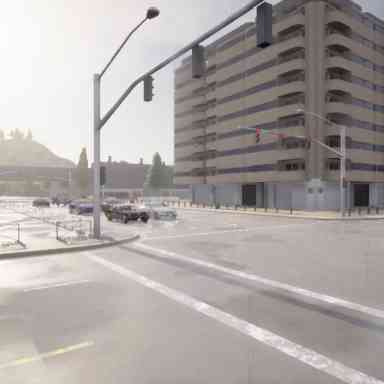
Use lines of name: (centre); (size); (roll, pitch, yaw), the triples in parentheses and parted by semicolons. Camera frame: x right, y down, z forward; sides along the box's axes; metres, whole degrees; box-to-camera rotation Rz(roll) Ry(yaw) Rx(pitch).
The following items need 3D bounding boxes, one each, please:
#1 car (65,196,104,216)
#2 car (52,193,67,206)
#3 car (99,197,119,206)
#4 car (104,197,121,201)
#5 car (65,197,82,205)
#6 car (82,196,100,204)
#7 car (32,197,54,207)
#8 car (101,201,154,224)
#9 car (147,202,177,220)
car: (-11.149, 1.533, 34.196); (1.882, 1.535, 5.008); (0, 0, -35)
car: (-21.864, 1.272, 55.539); (2.150, 2.045, 5.566); (0, 0, -35)
car: (-14.309, 1.581, 57.155); (1.812, 1.442, 4.674); (0, 0, -35)
car: (-8.619, 1.558, 36.683); (1.837, 1.490, 4.892); (0, 1, -35)
car: (-22.117, 1.619, 62.122); (1.994, 1.385, 4.181); (0, 0, -35)
car: (-19.709, 1.533, 64.778); (1.882, 1.535, 5.008); (0, 0, -35)
car: (-23.290, 1.656, 51.450); (1.895, 1.301, 4.718); (0, 0, -35)
car: (-5.051, 1.656, 25.590); (1.895, 1.301, 4.718); (0, 0, -35)
car: (-3.105, 1.581, 28.925); (1.812, 1.442, 4.674); (0, 0, -35)
